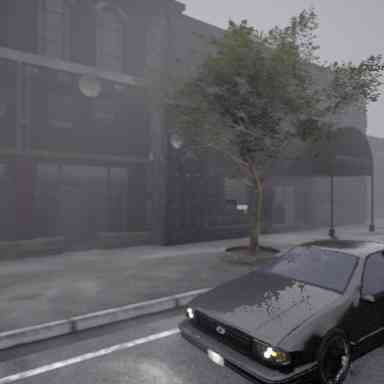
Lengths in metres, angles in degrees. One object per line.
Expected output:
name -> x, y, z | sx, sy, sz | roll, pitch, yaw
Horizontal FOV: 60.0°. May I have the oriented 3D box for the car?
car -> 2.442, 1.537, 5.425 | 5.357, 1.411, 2.033 | 0, 0, -35
